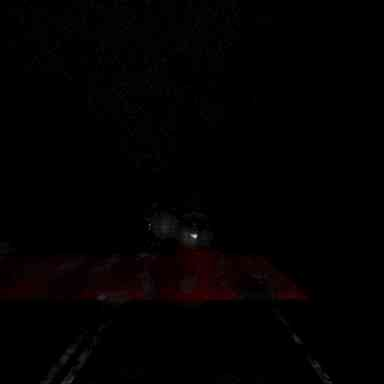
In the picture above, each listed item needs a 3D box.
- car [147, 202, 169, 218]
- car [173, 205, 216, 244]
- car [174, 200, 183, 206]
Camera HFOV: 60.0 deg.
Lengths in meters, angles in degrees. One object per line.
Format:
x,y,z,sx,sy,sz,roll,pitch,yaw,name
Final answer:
-3.275,1.777,33.111,1.812,1.442,4.674,0,-1,0,car
0.120,1.643,16.649,1.837,1.490,4.892,0,0,0,car
-2.939,2.461,74.435,2.033,1.411,5.357,0,-1,0,car
